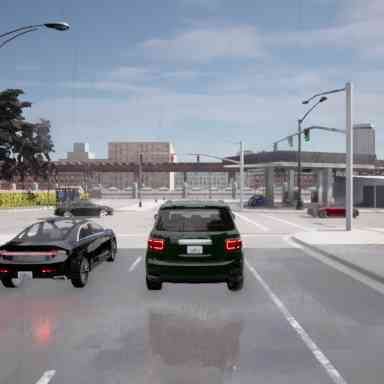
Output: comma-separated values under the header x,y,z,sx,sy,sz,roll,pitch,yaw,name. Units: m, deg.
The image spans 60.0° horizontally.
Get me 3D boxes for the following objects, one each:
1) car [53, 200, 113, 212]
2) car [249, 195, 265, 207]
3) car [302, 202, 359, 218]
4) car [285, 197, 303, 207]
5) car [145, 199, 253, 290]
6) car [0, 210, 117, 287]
x,y,z,sx,sy,sz,roll,pitch,yaw,name
-9.279,1.505,28.621,4.892,1.490,1.837,0,1,-24,car
9.654,1.295,49.373,2.242,1.667,4.611,0,0,0,car
12.357,1.564,29.245,4.181,1.385,1.994,0,0,-1,car
15.398,1.456,50.142,1.970,1.475,3.806,0,0,0,car
0.074,1.221,9.190,2.150,2.045,5.566,0,0,0,car
-3.430,1.492,9.274,2.128,1.511,4.902,0,0,0,car
